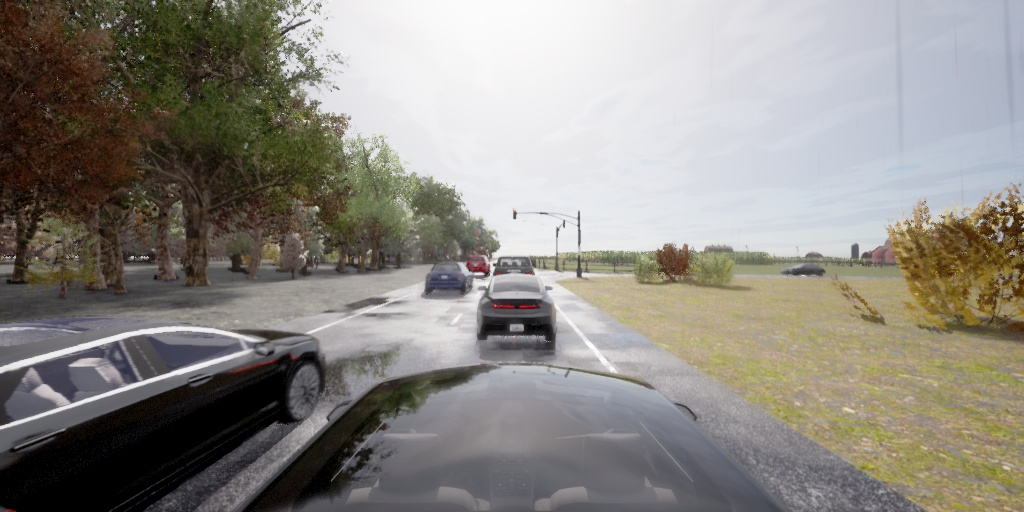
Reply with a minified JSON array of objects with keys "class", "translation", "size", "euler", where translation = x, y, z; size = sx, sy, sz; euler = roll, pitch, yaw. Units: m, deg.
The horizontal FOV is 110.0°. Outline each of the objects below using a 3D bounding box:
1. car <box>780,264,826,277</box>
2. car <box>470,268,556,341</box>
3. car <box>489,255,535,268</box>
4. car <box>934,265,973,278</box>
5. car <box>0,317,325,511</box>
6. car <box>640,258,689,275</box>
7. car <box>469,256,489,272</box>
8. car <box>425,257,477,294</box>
[{"class":"car","translation":[34.780,1.694,42.878],"size":[4.674,1.442,1.812],"euler":[1,-1,0]},{"class":"car","translation":[0.101,1.253,9.894],"size":[1.837,1.490,4.892],"euler":[0,0,0]},{"class":"car","translation":[0.104,0.967,19.810],"size":[2.150,2.045,5.566],"euler":[0,0,0]},{"class":"car","translation":[48.936,1.790,39.221],"size":[4.674,1.442,1.812],"euler":[1,-1,0]},{"class":"car","translation":[-3.400,1.240,2.851],"size":[2.128,1.511,4.902],"euler":[0,0,0]},{"class":"car","translation":[18.168,1.207,42.978],"size":[5.566,2.045,2.150],"euler":[1,-1,1]},{"class":"car","translation":[-3.396,0.964,36.186],"size":[2.150,2.045,5.566],"euler":[0,0,0]},{"class":"car","translation":[-3.398,1.098,20.179],"size":[2.097,1.767,4.553],"euler":[0,0,0]}]
